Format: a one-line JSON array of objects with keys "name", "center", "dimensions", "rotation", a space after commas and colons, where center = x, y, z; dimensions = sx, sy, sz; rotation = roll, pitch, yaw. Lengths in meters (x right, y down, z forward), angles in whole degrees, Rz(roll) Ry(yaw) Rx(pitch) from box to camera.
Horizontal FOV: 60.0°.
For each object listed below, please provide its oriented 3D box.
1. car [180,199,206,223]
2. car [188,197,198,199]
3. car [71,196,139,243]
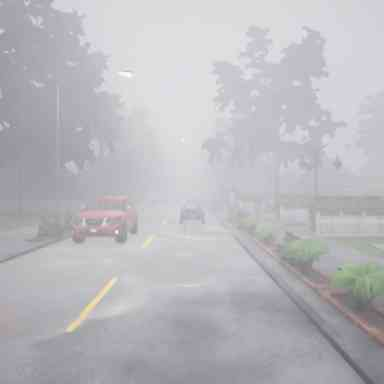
[{"name": "car", "center": [0.051, 1.508, 25.013], "dimensions": [1.812, 1.442, 4.674], "rotation": [0, 0, 1]}, {"name": "car", "center": [0.086, 1.477, 42.883], "dimensions": [1.837, 1.490, 4.892], "rotation": [0, 0, 0]}, {"name": "car", "center": [-4.000, 1.212, 16.261], "dimensions": [2.150, 2.045, 5.566], "rotation": [0, 0, 0]}]
